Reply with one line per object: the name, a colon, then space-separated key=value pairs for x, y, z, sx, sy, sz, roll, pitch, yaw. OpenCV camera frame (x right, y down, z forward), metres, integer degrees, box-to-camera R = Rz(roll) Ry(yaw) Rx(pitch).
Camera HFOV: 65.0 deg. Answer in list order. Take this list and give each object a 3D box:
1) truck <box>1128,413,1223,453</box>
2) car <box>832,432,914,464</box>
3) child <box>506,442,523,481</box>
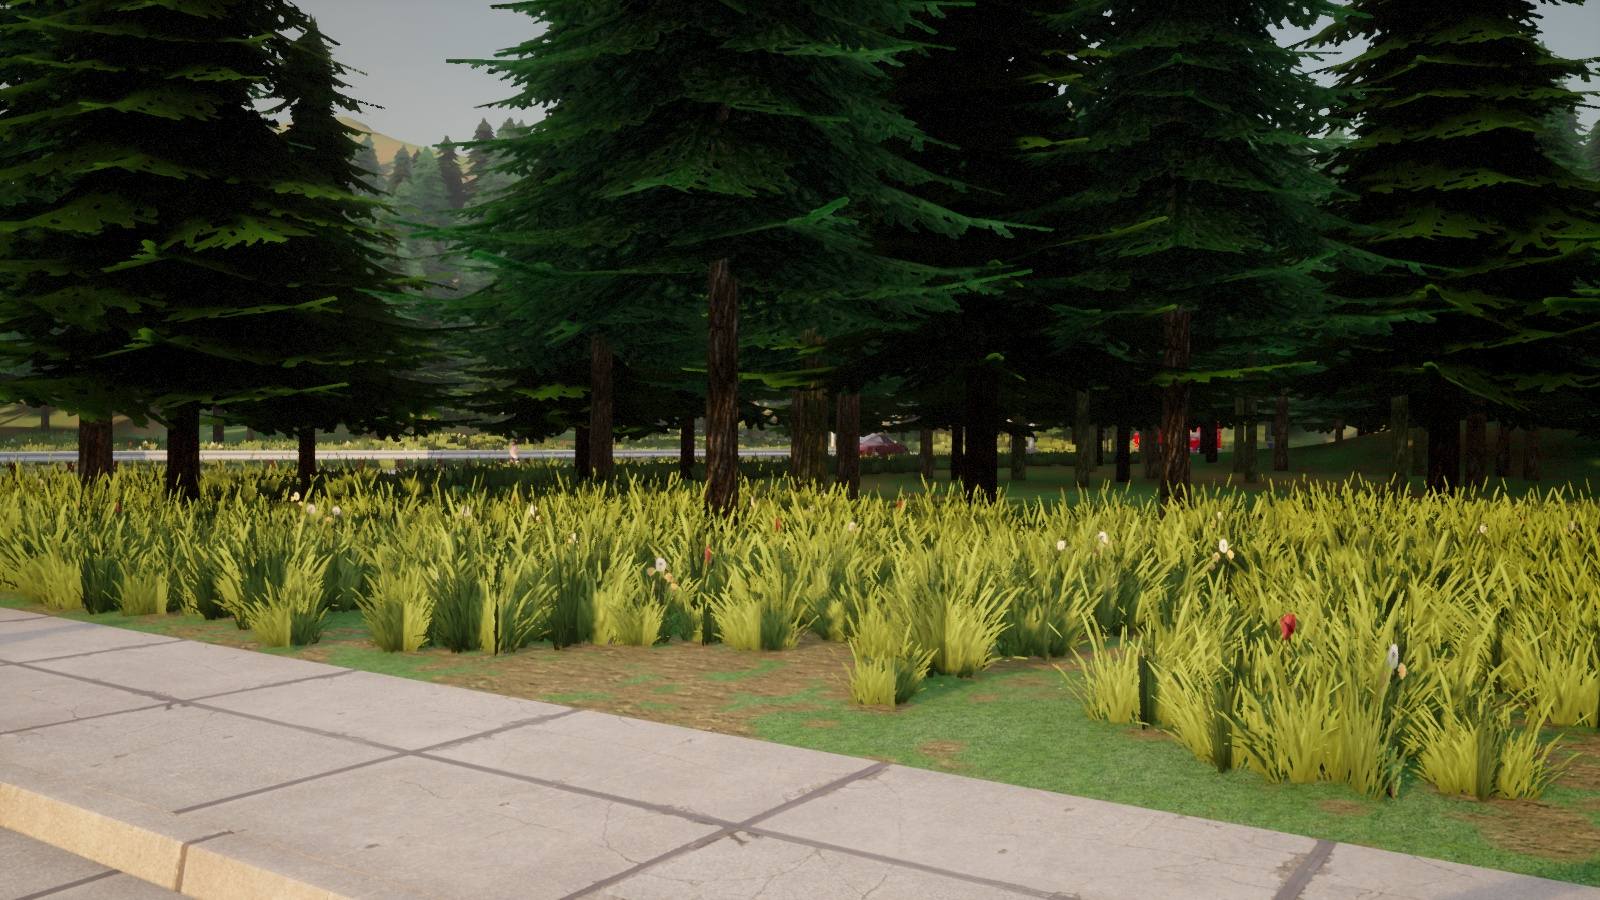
truck: x=23.987 y=-1.085 z=80.402 sx=5.204 sy=2.467 sz=2.627 roll=0 pitch=1 yaw=-6
car: x=3.571 y=-0.130 z=60.669 sx=1.812 sy=1.442 sz=4.674 roll=0 pitch=1 yaw=35
child: x=-8.282 y=0.324 z=36.478 sx=0.255 sy=1.110 sz=0.394 roll=0 pitch=1 yaw=35
